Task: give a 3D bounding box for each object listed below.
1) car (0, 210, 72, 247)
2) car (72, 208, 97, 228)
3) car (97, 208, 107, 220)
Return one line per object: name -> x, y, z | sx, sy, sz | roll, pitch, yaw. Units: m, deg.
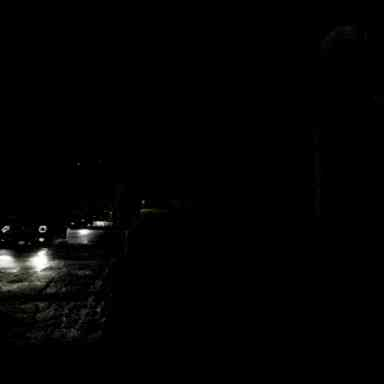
car -> -7.921, 1.734, 17.075 | 2.097, 1.767, 4.553 | 1, -2, -8
car -> -9.453, 2.192, 27.806 | 1.812, 1.442, 4.674 | 1, -2, -8
car -> -10.879, 2.501, 38.057 | 1.994, 1.385, 4.181 | 1, -2, -8
